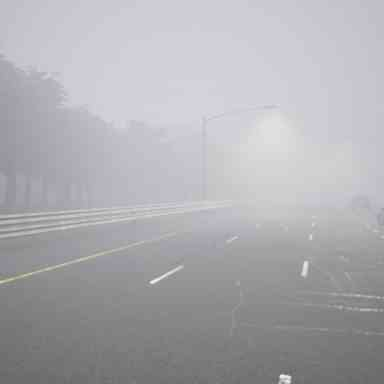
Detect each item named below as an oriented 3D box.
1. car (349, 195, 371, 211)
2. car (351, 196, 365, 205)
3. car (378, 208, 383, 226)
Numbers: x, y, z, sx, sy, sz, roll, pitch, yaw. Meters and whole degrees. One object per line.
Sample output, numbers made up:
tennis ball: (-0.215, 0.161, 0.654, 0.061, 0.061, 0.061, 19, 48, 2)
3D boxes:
car: (21.564, 1.361, 42.837, 2.150, 2.045, 5.566, 0, 0, 21)
car: (33.529, 1.696, 67.126, 1.882, 1.535, 5.008, 0, 0, 36)
car: (13.310, 1.429, 21.209, 2.097, 1.767, 4.553, 0, 0, 21)
